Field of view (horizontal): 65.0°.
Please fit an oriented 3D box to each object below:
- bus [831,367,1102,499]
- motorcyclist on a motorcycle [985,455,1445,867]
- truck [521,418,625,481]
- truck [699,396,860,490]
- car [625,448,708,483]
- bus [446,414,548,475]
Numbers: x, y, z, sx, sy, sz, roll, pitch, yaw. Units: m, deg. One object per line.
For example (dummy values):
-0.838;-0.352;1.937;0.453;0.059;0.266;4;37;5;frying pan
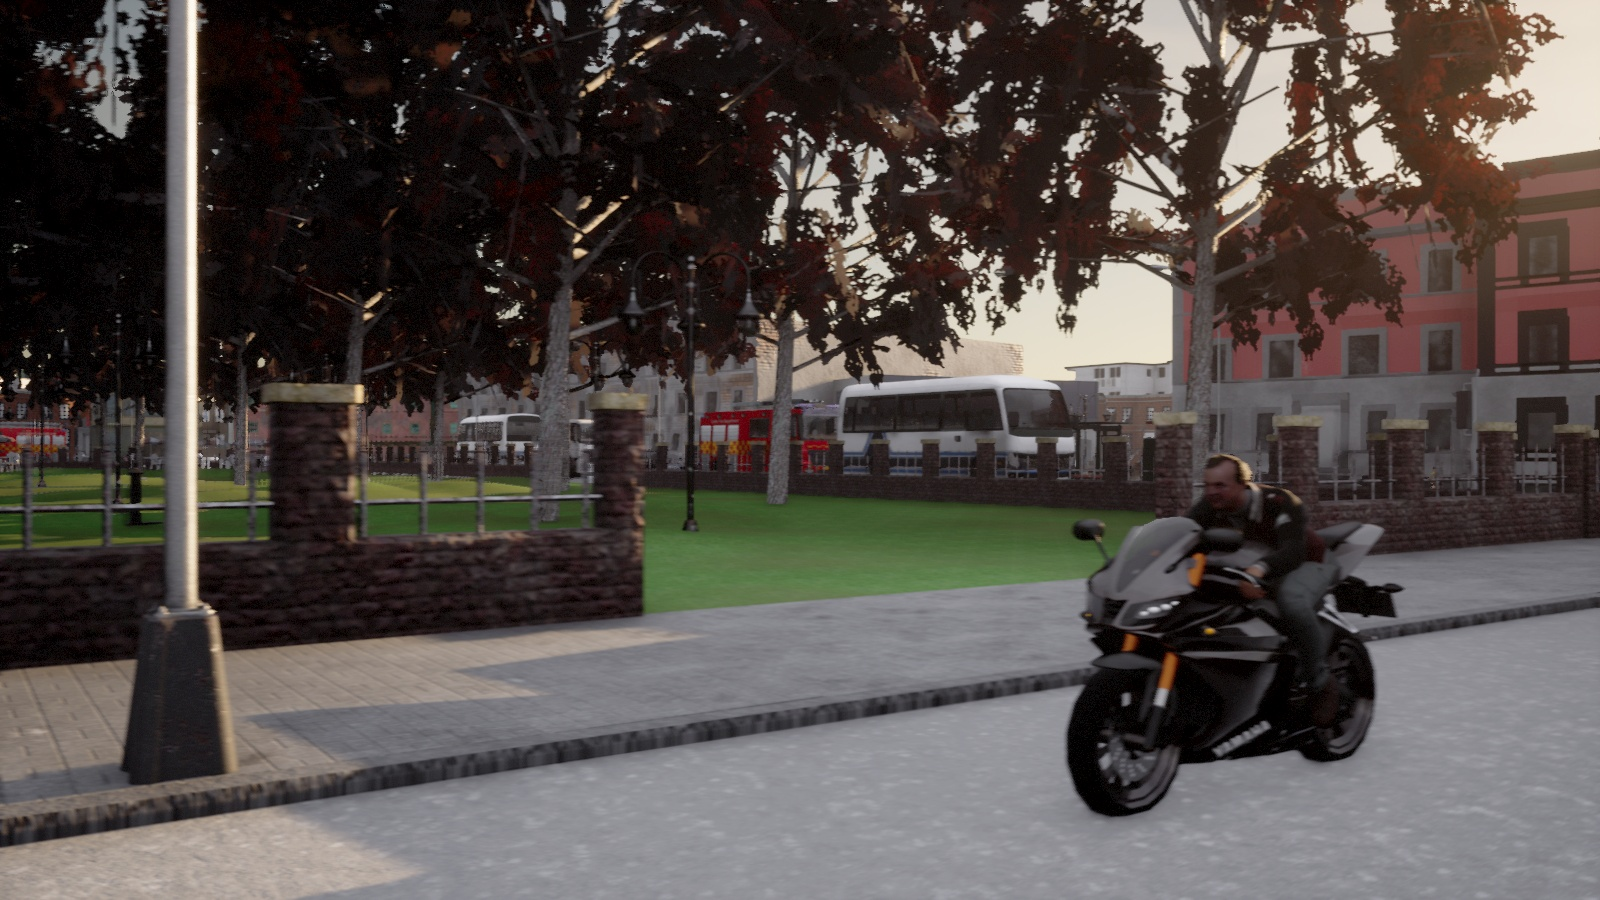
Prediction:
5.731;-0.532;45.759;3.944;4.253;10.273;0;0;-35;bus
1.932;0.790;5.680;2.191;1.530;0.866;0;0;-37;motorcyclist on a motorcycle
-13.291;-0.031;73.017;2.891;3.462;7.936;0;0;-35;truck
-1.066;-0.282;55.506;2.891;3.827;8.468;0;0;-35;truck
-6.802;0.759;63.726;2.242;1.667;4.611;0;0;-35;car
-22.647;-0.356;93.365;3.944;4.253;10.273;0;0;-35;bus
